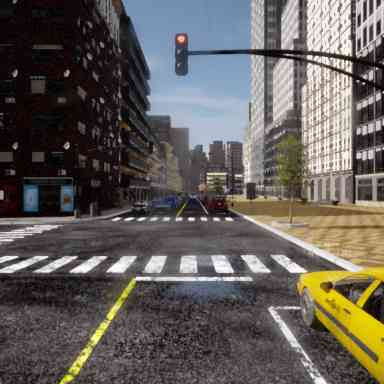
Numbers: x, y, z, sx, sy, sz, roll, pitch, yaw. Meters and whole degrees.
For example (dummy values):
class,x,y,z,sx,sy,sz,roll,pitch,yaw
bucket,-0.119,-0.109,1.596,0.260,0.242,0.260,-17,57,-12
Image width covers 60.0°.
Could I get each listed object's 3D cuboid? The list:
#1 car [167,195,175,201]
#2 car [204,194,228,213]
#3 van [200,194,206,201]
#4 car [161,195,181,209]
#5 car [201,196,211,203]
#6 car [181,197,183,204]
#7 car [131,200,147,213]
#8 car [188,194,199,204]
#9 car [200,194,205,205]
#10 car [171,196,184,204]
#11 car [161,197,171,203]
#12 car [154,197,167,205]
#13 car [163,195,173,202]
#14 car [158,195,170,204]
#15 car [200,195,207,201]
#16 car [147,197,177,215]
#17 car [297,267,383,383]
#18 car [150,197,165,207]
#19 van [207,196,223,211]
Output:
class,x,y,z,sx,sy,sz,roll,pitch,yaw
car,-5.345,1.613,86.011,1.752,1.417,4.829,0,0,0
car,2.832,1.327,36.408,2.192,1.841,5.009,0,0,0
van,3.057,1.441,91.672,1.690,1.788,3.998,0,0,0
car,-2.910,1.497,43.953,1.882,1.535,5.008,0,0,0
car,2.968,1.602,69.567,1.887,1.381,4.507,0,0,0
car,-2.851,1.536,53.765,1.837,1.490,4.892,0,0,1
car,-5.546,1.563,36.441,2.008,1.369,4.403,0,0,0
car,0.266,1.614,65.611,1.994,1.385,4.181,0,0,0
car,2.922,1.354,58.513,2.192,1.841,5.009,0,0,0
car,-2.741,1.539,64.010,2.128,1.511,4.902,0,0,0
car,-5.412,1.639,69.601,1.802,1.307,4.206,0,0,0
car,-5.457,1.584,58.547,1.887,1.381,4.507,0,0,0
car,-5.390,1.507,75.128,1.967,1.590,4.097,0,0,0
car,-5.435,1.488,64.074,1.967,1.590,4.097,0,0,0
car,3.036,1.613,86.316,1.752,1.417,4.829,0,0,0
car,-2.960,1.558,34.133,2.033,1.411,5.357,0,0,0
car,2.702,1.525,4.165,1.752,1.417,4.829,0,0,0
car,-5.479,1.581,53.021,2.008,1.369,4.403,0,0,0
van,2.855,1.358,41.933,1.690,1.788,3.998,0,0,0
